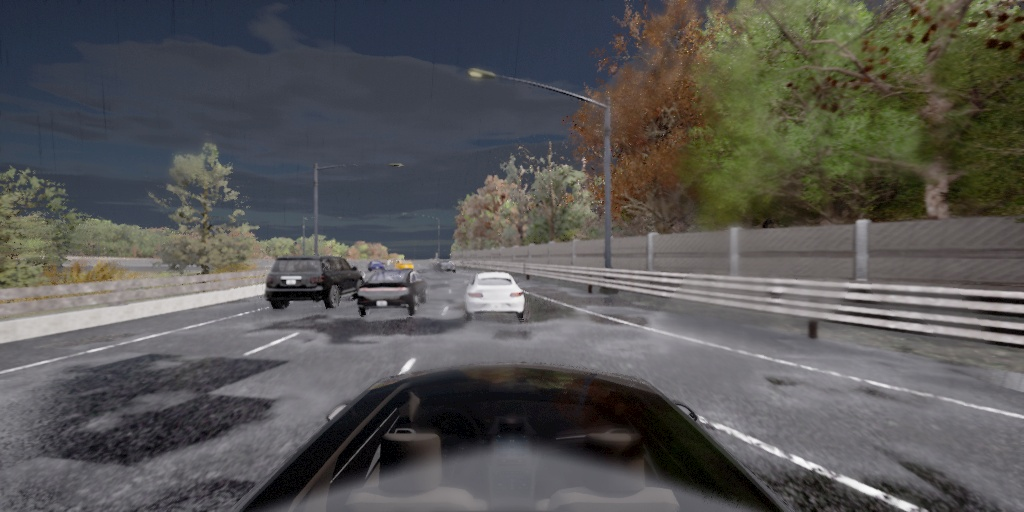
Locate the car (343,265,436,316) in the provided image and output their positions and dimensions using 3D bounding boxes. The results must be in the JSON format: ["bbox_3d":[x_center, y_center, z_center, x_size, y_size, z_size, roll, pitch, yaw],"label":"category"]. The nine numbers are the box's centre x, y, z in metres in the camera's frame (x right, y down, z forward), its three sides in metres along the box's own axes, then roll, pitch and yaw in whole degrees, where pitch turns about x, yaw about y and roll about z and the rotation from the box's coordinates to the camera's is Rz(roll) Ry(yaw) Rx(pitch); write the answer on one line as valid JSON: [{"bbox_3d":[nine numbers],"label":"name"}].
[{"bbox_3d":[-4.309,1.258,13.514,2.128,1.511,4.902,0,0,-6],"label":"car"}]

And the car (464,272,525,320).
[{"bbox_3d":[-0.674,1.280,12.556,1.812,1.442,4.674,0,0,-6],"label":"car"}]

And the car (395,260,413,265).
[{"bbox_3d":[-14.901,1.285,49.279,1.882,1.535,5.008,0,0,-26],"label":"car"}]

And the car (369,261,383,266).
[{"bbox_3d":[-18.668,1.346,49.014,1.812,1.442,4.674,0,0,-27],"label":"car"}]

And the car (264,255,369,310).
[{"bbox_3d":[-7.989,1.000,15.056,2.150,2.045,5.566,0,0,-7],"label":"car"}]

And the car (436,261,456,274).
[{"bbox_3d":[-7.992,1.331,42.446,2.033,1.411,5.357,0,0,-22],"label":"car"}]
